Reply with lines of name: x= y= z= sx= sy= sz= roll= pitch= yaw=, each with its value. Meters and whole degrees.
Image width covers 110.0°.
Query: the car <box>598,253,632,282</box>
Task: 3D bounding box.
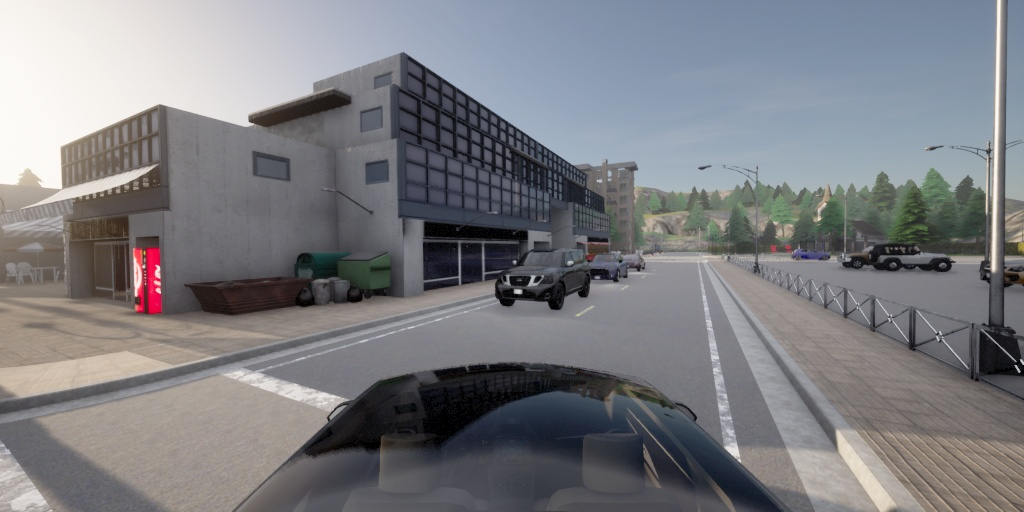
car: x=5.933 y=0.610 z=22.627 sx=2.097 sy=1.767 sz=4.553 roll=0 pitch=1 yaw=27

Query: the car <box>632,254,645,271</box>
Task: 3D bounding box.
car: x=10.603 y=0.534 z=31.731 sx=1.812 sy=1.442 sz=4.674 roll=0 pitch=1 yaw=27

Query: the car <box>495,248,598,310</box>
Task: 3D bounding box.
car: x=1.447 y=0.720 z=13.872 sx=2.150 sy=2.045 sz=5.566 roll=0 pitch=1 yaw=27
